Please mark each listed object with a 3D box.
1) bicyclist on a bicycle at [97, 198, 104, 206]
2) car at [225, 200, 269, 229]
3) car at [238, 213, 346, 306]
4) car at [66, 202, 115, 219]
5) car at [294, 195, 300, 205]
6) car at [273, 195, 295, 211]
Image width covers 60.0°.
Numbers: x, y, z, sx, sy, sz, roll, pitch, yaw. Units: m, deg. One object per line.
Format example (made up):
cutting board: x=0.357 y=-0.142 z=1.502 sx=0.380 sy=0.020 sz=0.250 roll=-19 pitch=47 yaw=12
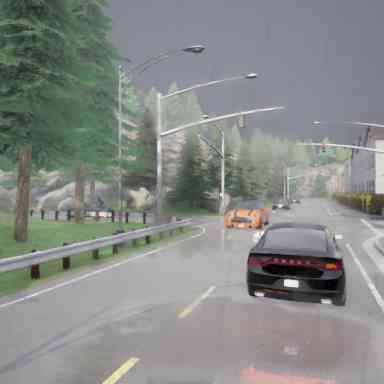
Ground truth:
bicyclist on a bicycle: x=-10.098 y=1.417 z=36.692 sx=0.582 sy=1.620 sz=1.656 roll=-2 pitch=5 yaw=20
car: x=3.621 y=1.361 z=21.295 sx=2.097 sy=1.767 sz=4.553 roll=0 pitch=0 yaw=21
car: x=2.648 y=1.478 z=8.243 sx=1.882 sy=1.535 sz=5.008 roll=0 pitch=0 yaw=21
car: x=-8.744 y=1.579 z=28.671 sx=4.181 sy=1.385 sz=1.994 roll=0 pitch=0 yaw=20
car: x=18.468 y=1.351 z=60.337 sx=2.097 sy=1.767 sz=4.553 roll=0 pitch=0 yaw=21
car: x=11.286 y=1.490 z=41.548 sx=2.128 sy=1.511 sz=4.902 roll=0 pitch=0 yaw=21
